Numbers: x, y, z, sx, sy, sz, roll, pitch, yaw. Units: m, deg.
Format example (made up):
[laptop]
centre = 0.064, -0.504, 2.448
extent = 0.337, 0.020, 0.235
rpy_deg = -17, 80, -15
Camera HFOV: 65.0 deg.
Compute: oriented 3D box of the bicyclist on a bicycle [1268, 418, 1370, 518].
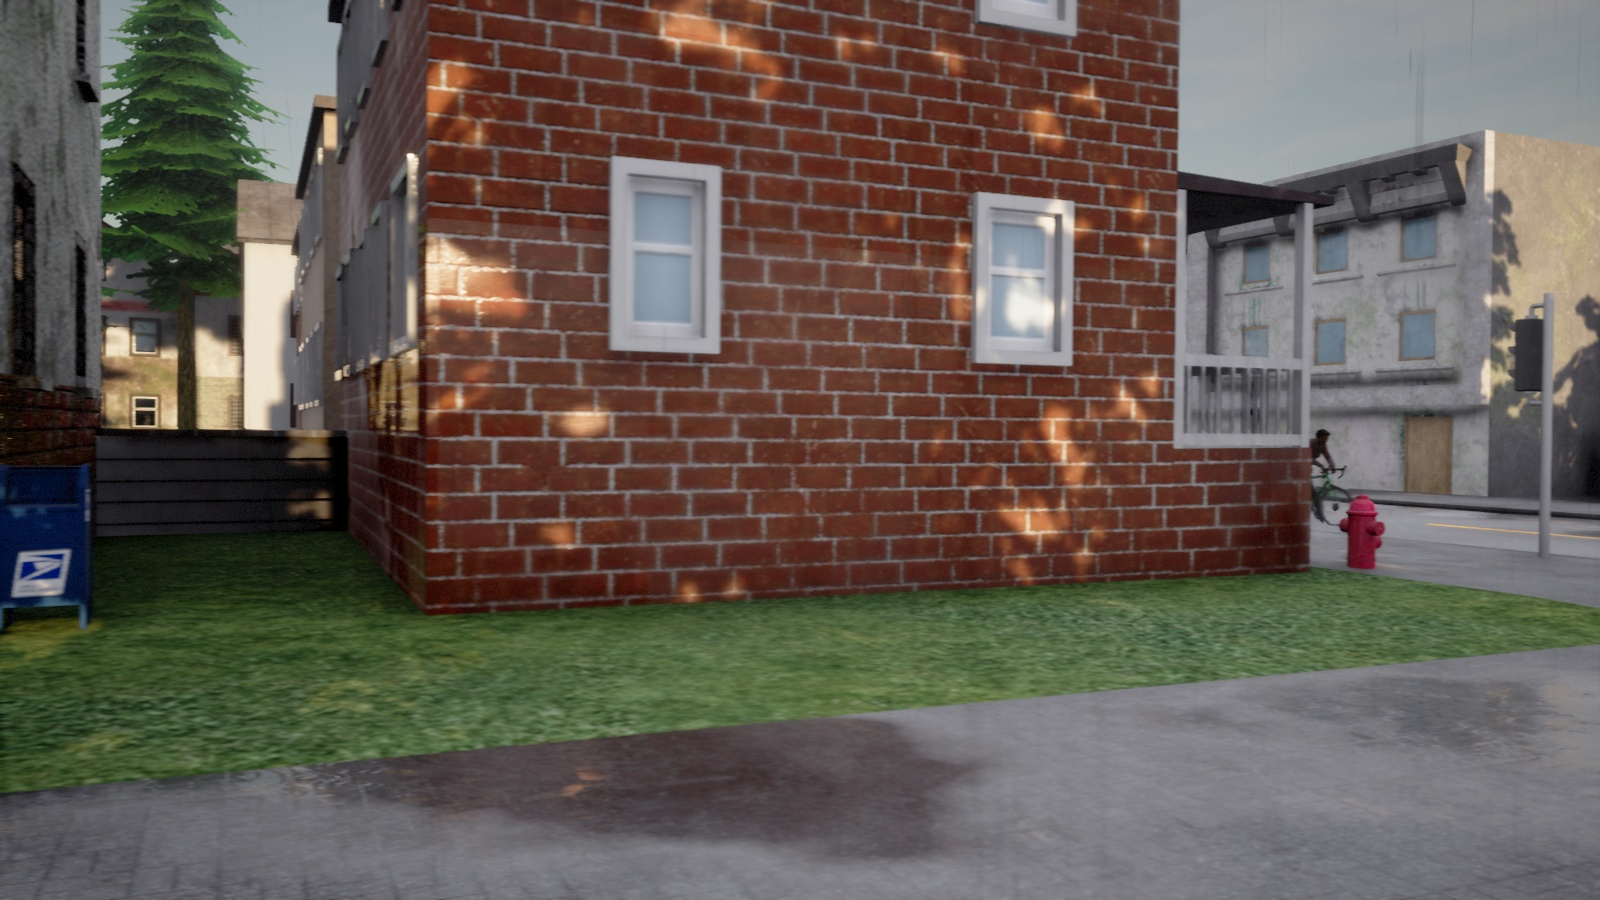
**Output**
[bicyclist on a bicycle]
centre = 8.771, 0.279, 21.297
extent = 0.582, 1.620, 1.656
rpy_deg = -1, 2, -23
